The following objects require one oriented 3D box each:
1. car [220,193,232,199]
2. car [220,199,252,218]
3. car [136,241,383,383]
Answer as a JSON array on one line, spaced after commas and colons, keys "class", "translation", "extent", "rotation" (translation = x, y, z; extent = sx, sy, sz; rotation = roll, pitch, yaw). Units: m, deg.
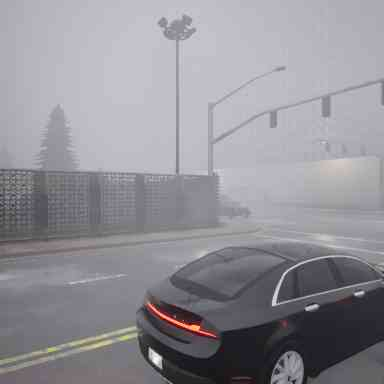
[{"class": "car", "translation": [2.811, 1.167, 35.621], "extent": [2.150, 2.045, 5.566], "rotation": [0, 0, -35]}, {"class": "car", "translation": [3.016, 1.545, 29.222], "extent": [1.895, 1.301, 4.718], "rotation": [0, 0, -34]}, {"class": "car", "translation": [1.592, 1.505, 4.919], "extent": [4.892, 1.490, 1.837], "rotation": [0, 0, -35]}]
